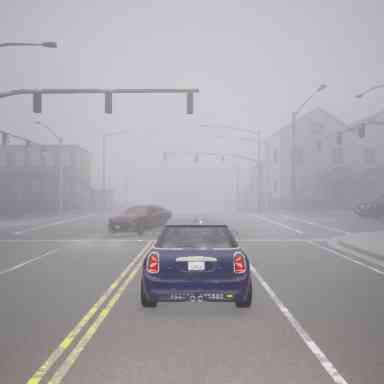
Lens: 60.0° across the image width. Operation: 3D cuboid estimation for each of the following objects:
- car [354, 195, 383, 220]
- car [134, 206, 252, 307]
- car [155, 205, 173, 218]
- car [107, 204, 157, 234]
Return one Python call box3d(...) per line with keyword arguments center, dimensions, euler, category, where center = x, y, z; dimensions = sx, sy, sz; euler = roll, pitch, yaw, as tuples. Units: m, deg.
box3d(center=(16.584, 1.220, 27.701), dimensions=(5.566, 2.045, 2.150), euler=(0, 0, -1), category="car")
box3d(center=(0.093, 1.352, 8.116), dimensions=(2.097, 1.767, 4.553), euler=(0, 0, 0), category="car")
box3d(center=(-3.558, 2.570, 42.599), dimensions=(1.895, 1.301, 4.718), euler=(0, -8, 0), category="car")
box3d(center=(-2.863, 1.462, 18.904), dimensions=(1.882, 1.535, 5.008), euler=(-1, 0, 21), category="car")
